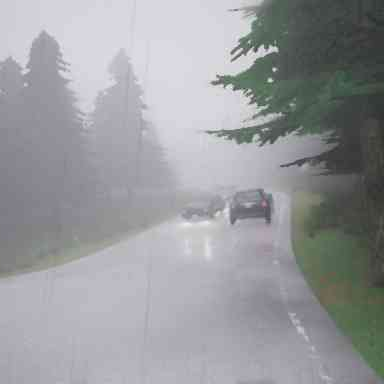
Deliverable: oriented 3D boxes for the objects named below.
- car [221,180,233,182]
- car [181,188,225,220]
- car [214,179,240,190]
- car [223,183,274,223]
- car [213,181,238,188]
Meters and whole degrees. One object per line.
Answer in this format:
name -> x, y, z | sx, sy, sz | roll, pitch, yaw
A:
car -> 4.026, -0.623, 43.078 | 1.882, 1.535, 5.008 | -4, 3, -7
car -> 0.890, 0.837, 22.122 | 2.033, 1.411, 5.357 | -5, 3, 17
car -> 5.375, -1.119, 51.739 | 1.882, 1.535, 5.008 | -4, 3, -23
car -> 3.388, 0.569, 18.582 | 2.097, 1.767, 4.553 | -5, 3, 16
car -> 3.355, 0.081, 31.703 | 2.128, 1.511, 4.902 | -5, 3, 12
